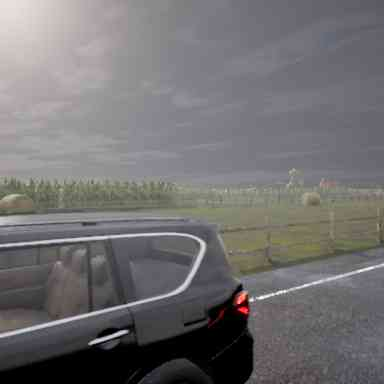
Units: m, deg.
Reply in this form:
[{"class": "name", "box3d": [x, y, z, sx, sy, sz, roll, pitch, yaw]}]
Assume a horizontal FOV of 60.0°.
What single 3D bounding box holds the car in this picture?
[{"class": "car", "box3d": [-1.995, 1.224, 2.516, 5.566, 2.045, 2.150, 0, 0, -35]}]
